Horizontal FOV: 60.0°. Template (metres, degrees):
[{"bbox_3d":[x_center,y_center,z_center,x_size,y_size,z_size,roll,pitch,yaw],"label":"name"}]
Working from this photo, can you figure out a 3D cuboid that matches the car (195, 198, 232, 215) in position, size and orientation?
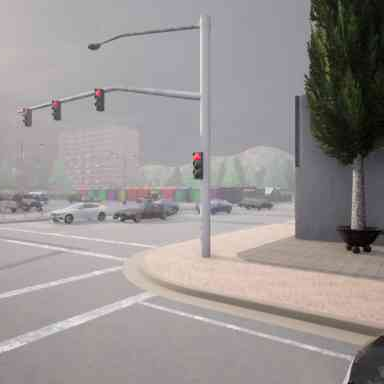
[{"bbox_3d":[2.460,1.526,34.535,1.812,1.442,4.674,0,0,37],"label":"car"}]

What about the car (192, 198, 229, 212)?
[{"bbox_3d":[2.341,1.491,40.240,2.128,1.511,4.902,0,0,37],"label":"car"}]

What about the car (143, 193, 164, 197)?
[{"bbox_3d":[-6.889,1.156,52.513,3.866,1.878,1.905,0,0,35],"label":"car"}]

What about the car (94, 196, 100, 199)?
[{"bbox_3d":[-19.488,1.364,64.933,3.905,1.438,1.784,0,0,35],"label":"car"}]

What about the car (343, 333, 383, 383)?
[{"bbox_3d":[3.375,1.492,1.558,4.902,1.511,2.128,0,0,36],"label":"car"}]

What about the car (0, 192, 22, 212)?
[{"bbox_3d":[-19.895,1.153,34.131,4.605,1.855,1.932,0,0,35],"label":"car"}]

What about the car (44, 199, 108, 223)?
[{"bbox_3d":[-8.523,1.526,25.537,1.812,1.442,4.674,0,0,38],"label":"car"}]

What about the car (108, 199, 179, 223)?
[{"bbox_3d":[-3.685,1.547,26.272,2.033,1.411,5.357,0,0,36],"label":"car"}]

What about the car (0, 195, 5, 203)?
[{"bbox_3d":[-38.223,1.364,64.539,3.905,1.438,1.784,0,0,35],"label":"car"}]

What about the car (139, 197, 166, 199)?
[{"bbox_3d":[-3.136,1.526,32.879,1.812,1.442,4.674,0,0,37],"label":"car"}]

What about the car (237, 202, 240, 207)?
[{"bbox_3d":[8.680,1.547,48.682,2.033,1.411,5.357,0,0,37],"label":"car"}]

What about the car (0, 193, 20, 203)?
[{"bbox_3d":[-36.716,1.153,66.760,4.605,1.855,1.932,0,0,35],"label":"car"}]

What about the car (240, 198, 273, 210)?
[{"bbox_3d":[8.756,1.547,42.974,2.033,1.411,5.357,0,0,37],"label":"car"}]

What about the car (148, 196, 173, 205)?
[{"bbox_3d":[-5.210,1.395,54.872,3.806,1.475,1.970,0,0,35],"label":"car"}]

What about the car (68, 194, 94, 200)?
[{"bbox_3d":[-21.211,1.153,62.604,4.605,1.855,1.932,0,0,35],"label":"car"}]

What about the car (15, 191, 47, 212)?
[{"bbox_3d":[-18.181,1.156,36.463,3.866,1.878,1.905,0,0,35],"label":"car"}]
